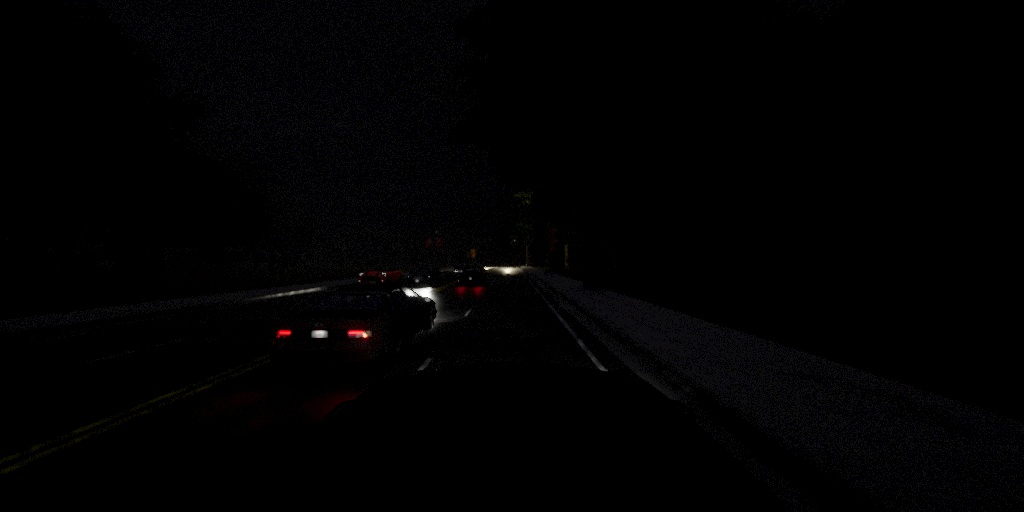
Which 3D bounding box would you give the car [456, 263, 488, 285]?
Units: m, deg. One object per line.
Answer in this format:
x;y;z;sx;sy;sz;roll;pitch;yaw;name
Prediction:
-3.172;1.550;29.552;1.812;1.442;4.674;0;-1;0;car

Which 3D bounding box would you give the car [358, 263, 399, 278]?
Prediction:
-9.855;1.351;27.223;2.097;1.767;4.553;0;-1;0;car

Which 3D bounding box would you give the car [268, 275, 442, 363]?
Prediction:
-3.158;1.356;8.398;2.033;1.411;5.357;0;-1;0;car

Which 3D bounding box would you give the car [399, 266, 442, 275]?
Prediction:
-6.605;1.493;27.429;2.128;1.511;4.902;0;-1;0;car
